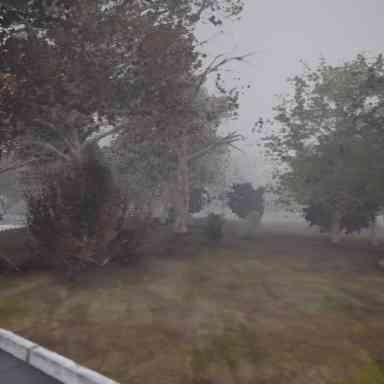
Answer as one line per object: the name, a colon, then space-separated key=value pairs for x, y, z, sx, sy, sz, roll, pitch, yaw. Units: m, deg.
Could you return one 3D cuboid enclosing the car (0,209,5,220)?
car: x=-18.568 y=1.889 z=30.342 sx=1.895 sy=1.301 sz=4.718 roll=0 pitch=0 yaw=-39
